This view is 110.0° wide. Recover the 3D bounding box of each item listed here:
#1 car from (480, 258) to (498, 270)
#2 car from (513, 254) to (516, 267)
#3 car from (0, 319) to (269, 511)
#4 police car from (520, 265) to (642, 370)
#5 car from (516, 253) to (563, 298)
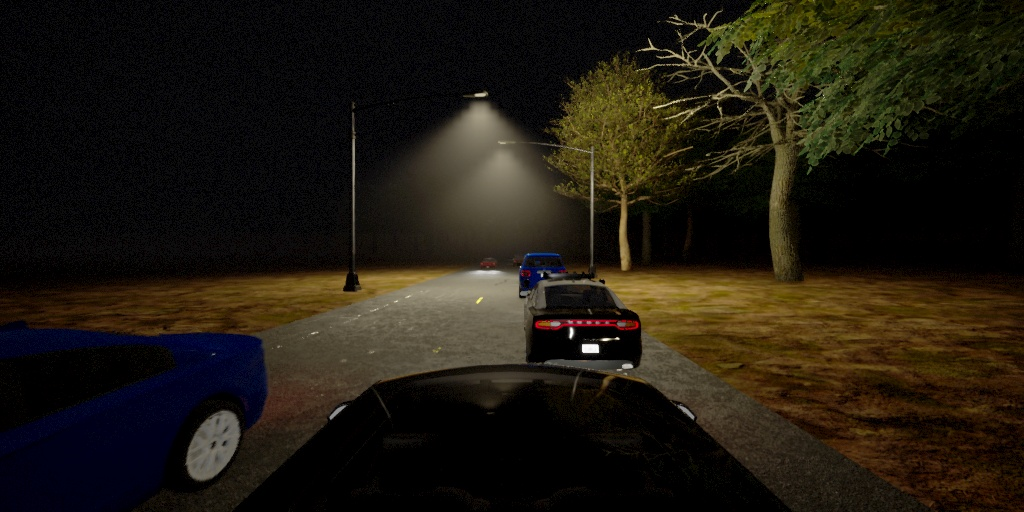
[{"bbox_3d":[-2.700,0.915,42.738,1.895,1.301,4.718,0,1,1],"label":"car"},{"bbox_3d":[1.069,0.677,49.636,2.033,1.411,5.357,0,2,2],"label":"car"},{"bbox_3d":[-3.566,1.228,1.731,1.882,1.535,5.008,0,0,1],"label":"car"},{"bbox_3d":[1.215,1.159,7.887,1.930,1.638,5.238,0,0,1],"label":"police car"},{"bbox_3d":[1.425,0.889,17.800,2.150,2.045,5.566,0,1,1],"label":"car"}]
